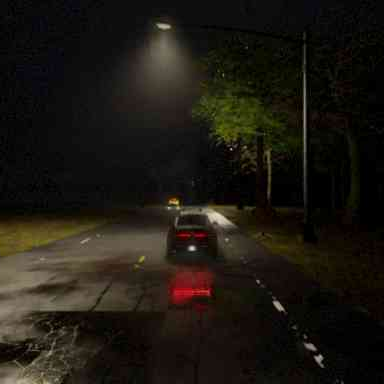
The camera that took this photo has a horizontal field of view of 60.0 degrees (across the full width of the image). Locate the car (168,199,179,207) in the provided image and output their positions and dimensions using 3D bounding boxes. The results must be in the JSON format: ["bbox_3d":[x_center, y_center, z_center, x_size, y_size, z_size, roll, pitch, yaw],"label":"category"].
[{"bbox_3d":[-3.524,2.131,64.508,1.882,1.535,5.008,0,-1,0],"label":"car"}]

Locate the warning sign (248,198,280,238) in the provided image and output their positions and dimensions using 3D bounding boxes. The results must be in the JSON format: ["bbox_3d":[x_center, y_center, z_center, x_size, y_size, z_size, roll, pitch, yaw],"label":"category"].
[{"bbox_3d":[3.576,1.270,16.634,1.300,1.860,1.060,2,1,0],"label":"warning sign"}]

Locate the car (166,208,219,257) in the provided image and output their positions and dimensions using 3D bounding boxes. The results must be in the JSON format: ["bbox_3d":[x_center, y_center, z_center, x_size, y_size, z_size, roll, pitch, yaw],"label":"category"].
[{"bbox_3d":[0.016,1.632,13.512,1.837,1.490,4.892,0,0,0],"label":"car"}]

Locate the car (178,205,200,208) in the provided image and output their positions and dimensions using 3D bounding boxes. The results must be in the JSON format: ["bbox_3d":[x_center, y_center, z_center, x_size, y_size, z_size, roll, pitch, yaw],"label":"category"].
[{"bbox_3d":[0.013,1.869,28.247,1.895,1.301,4.718,0,-1,0],"label":"car"}]
